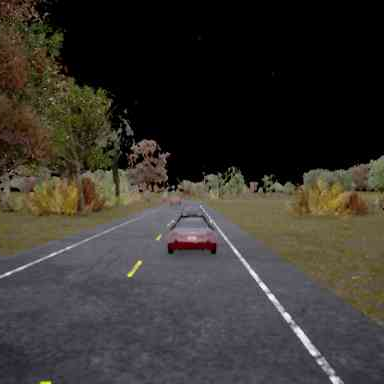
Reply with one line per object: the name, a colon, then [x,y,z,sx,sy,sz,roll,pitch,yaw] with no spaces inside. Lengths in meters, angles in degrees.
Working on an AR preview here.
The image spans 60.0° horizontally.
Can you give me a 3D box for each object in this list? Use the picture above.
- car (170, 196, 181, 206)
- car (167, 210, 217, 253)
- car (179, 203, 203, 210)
car: [-3.494,1.835,70.935,2.150,2.045,5.566,0,0,0]
car: [0.007,1.694,14.307,1.994,1.385,4.181,0,0,0]
car: [0.005,1.861,29.090,1.895,1.301,4.718,0,0,0]
